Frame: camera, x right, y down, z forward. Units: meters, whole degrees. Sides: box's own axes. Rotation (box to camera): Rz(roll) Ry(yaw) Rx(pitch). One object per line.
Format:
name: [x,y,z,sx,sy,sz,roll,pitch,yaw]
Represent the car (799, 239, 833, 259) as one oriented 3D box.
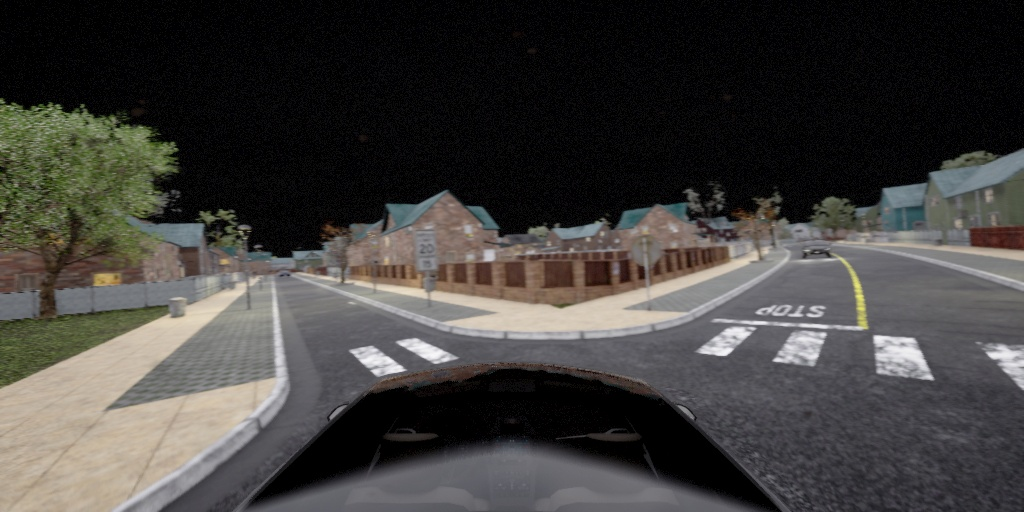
car: [25.948,-0.673,30.671,1.837,1.490,4.892,-5,0,39]
